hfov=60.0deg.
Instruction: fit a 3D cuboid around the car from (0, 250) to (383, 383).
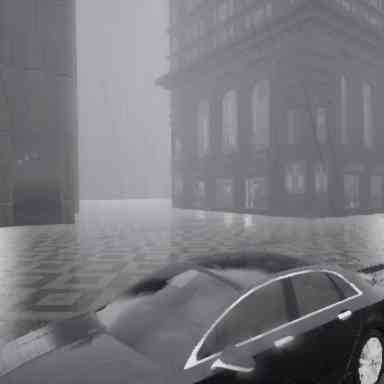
[{"bbox_3d":[0.338,1.504,3.622,4.892,1.490,1.837,0,0,-36],"label":"car"}]
